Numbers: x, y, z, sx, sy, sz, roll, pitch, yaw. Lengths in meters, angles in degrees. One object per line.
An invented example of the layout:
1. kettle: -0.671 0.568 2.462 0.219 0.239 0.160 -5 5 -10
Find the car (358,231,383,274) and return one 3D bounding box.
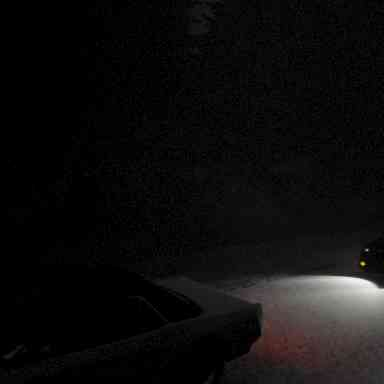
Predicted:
1. car: 6.471 1.544 9.176 4.181 1.385 1.994 0 0 -34

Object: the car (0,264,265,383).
1. car: -1.505 1.598 3.532 4.718 1.301 1.895 0 0 -35
